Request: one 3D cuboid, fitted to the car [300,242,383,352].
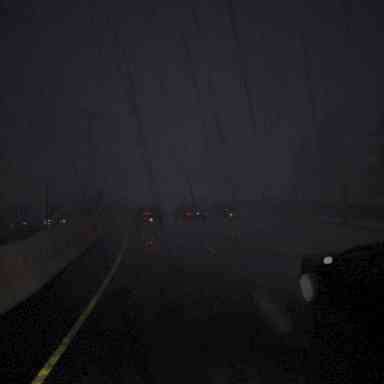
[{"bbox_3d":[3.294,1.490,5.081,1.882,1.535,5.008,0,0,-3],"label":"car"}]

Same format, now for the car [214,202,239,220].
[{"bbox_3d":[2.540,1.626,29.633,1.837,1.490,4.892,0,0,-16],"label":"car"}]

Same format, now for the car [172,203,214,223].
[{"bbox_3d":[-0.237,1.666,26.888,2.033,1.411,5.357,0,0,-15],"label":"car"}]

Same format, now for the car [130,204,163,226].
[{"bbox_3d":[-3.341,1.624,24.731,1.837,1.490,4.892,0,0,-14],"label":"car"}]

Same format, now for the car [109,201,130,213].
[{"bbox_3d":[-8.900,1.808,40.663,1.895,1.301,4.718,0,0,-24],"label":"car"}]
